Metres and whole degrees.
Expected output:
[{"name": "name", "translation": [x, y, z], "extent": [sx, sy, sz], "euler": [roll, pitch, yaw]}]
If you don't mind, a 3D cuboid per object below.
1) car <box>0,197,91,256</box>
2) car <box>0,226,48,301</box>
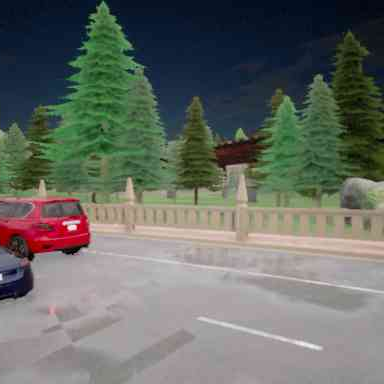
[{"name": "car", "translation": [-6.049, 1.199, 11.586], "extent": [5.566, 2.045, 2.150], "euler": [0, 0, 29]}, {"name": "car", "translation": [-5.336, 1.554, 7.111], "extent": [4.181, 1.385, 1.994], "euler": [0, 0, 31]}]
